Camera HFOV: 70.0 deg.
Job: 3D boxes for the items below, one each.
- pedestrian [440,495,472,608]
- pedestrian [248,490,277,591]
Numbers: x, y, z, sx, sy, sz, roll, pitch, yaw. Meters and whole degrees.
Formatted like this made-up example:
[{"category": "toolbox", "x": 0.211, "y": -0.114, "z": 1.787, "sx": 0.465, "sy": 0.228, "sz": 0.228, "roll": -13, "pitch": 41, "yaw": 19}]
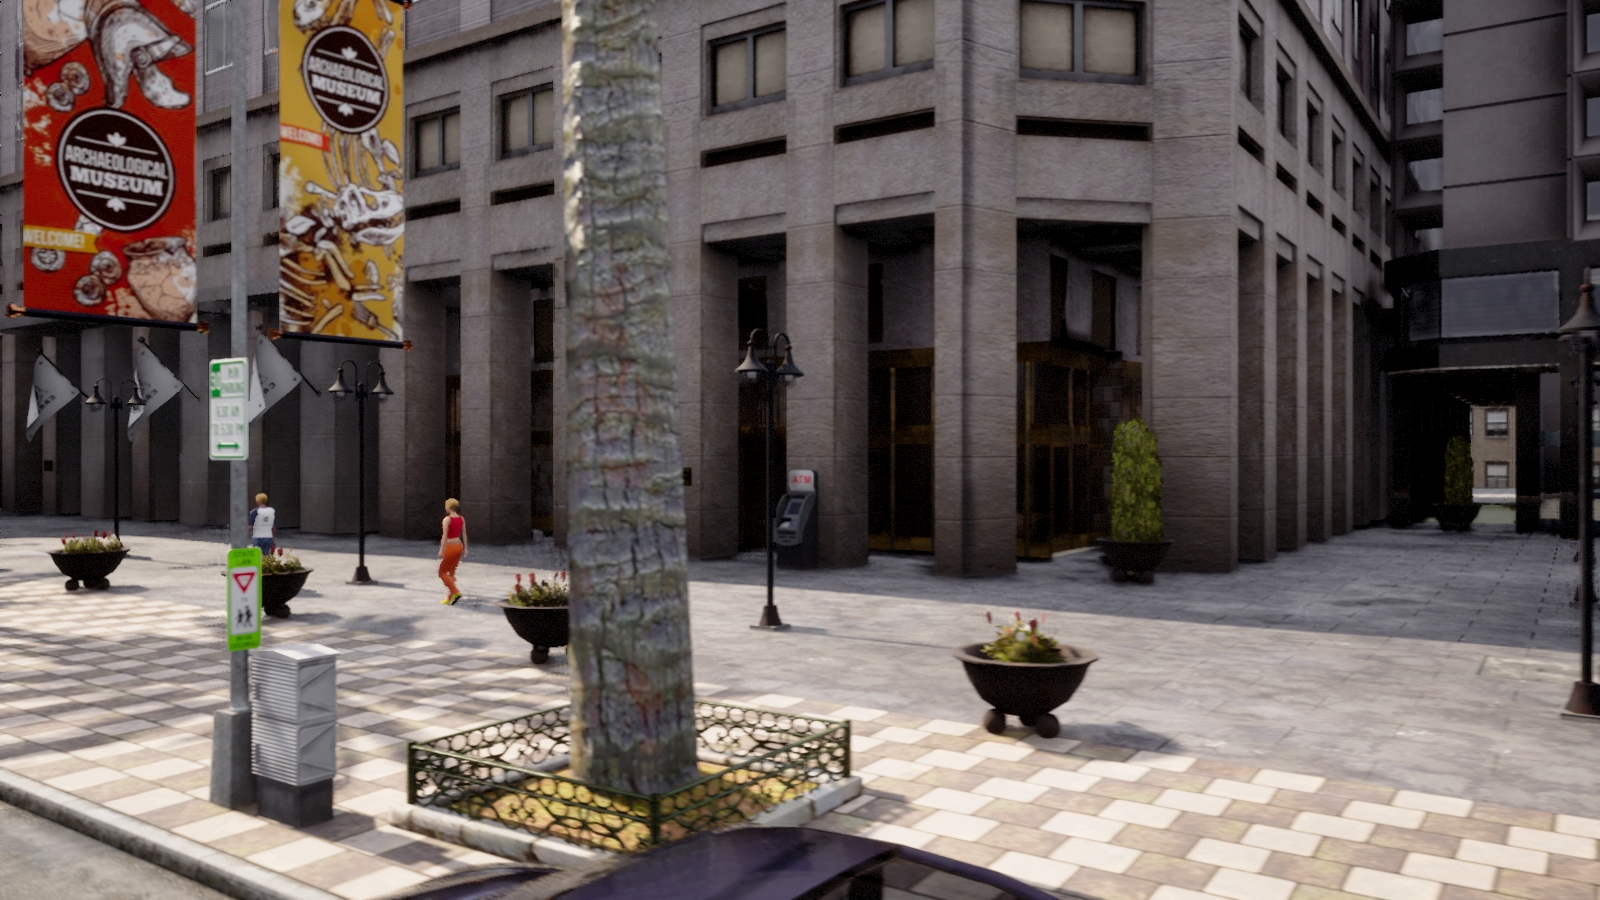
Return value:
[{"category": "pedestrian", "x": -5.832, "y": 1.705, "z": 19.365, "sx": 0.375, "sy": 1.860, "sz": 0.375, "roll": 0, "pitch": 0, "yaw": 31}, {"category": "pedestrian", "x": -10.167, "y": 1.700, "z": 21.607, "sx": 0.375, "sy": 1.860, "sz": 0.375, "roll": 0, "pitch": 0, "yaw": 38}]
